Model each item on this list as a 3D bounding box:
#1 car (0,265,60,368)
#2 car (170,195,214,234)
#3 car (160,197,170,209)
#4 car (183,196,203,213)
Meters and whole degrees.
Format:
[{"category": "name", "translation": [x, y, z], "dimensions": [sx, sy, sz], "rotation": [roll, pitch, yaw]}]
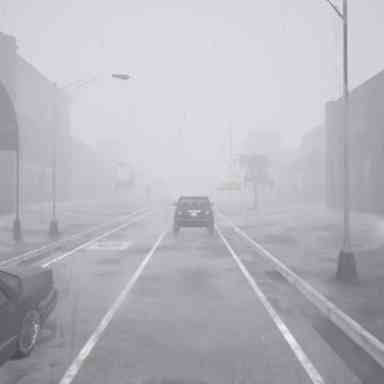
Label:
[{"category": "car", "translation": [-3.100, 1.547, 3.228], "dimensions": [2.033, 1.411, 5.357], "rotation": [0, 0, 0]}, {"category": "car", "translation": [0.098, 1.200, 19.257], "dimensions": [2.150, 2.045, 5.566], "rotation": [0, 0, 0]}, {"category": "car", "translation": [-3.090, 1.395, 44.433], "dimensions": [1.837, 1.490, 4.892], "rotation": [0, 0, 0]}, {"category": "car", "translation": [0.095, 1.369, 37.686], "dimensions": [2.128, 1.511, 4.902], "rotation": [-1, 2, 0]}]
